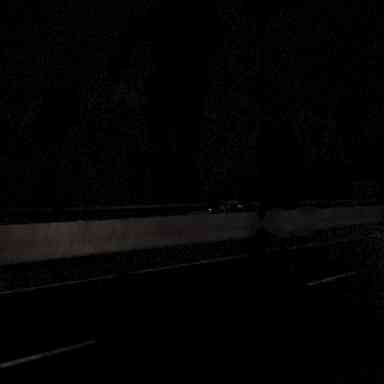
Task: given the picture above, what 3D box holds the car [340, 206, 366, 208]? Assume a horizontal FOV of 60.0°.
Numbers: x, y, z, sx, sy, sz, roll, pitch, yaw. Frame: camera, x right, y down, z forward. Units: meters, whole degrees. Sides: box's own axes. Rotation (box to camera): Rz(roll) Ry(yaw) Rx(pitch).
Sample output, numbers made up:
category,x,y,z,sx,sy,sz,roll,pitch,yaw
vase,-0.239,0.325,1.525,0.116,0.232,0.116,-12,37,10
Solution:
category,x,y,z,sx,sy,sz,roll,pitch,yaw
car,16.738,1.426,33.101,5.008,1.535,1.882,1,0,-35
